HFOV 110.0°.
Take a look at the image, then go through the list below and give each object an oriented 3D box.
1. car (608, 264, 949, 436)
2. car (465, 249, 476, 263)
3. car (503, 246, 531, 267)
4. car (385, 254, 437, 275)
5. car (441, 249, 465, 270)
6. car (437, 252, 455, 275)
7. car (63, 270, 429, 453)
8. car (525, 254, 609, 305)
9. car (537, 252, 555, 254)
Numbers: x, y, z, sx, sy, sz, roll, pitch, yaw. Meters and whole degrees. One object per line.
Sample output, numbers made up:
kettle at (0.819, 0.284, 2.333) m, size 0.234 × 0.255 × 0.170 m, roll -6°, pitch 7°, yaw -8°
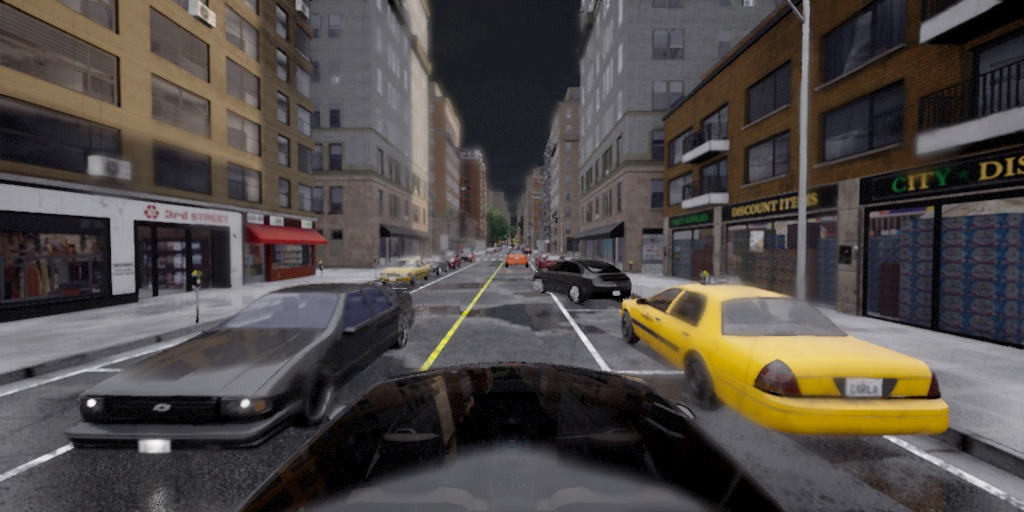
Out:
car at (3.199, 1.077, 5.786) m, size 1.801 × 1.575 × 5.366 m, roll 0°, pitch 2°, yaw 1°
car at (-5.360, -0.061, 41.563) m, size 1.967 × 1.591 × 4.097 m, roll 0°, pitch 0°, yaw 1°
car at (0.480, 0.089, 33.889) m, size 2.097 × 1.767 × 4.553 m, roll 0°, pitch 2°, yaw 1°
car at (-5.638, 0.707, 19.433) m, size 1.751 × 1.417 × 4.829 m, roll 0°, pitch 0°, yaw 1°
car at (-5.498, 0.278, 30.582) m, size 1.967 × 1.591 × 4.097 m, roll 0°, pitch 0°, yaw 1°
car at (-5.567, 0.560, 25.093) m, size 2.007 × 1.370 × 4.403 m, roll 0°, pitch 0°, yaw 1°
car at (-3.051, 1.168, 5.740) m, size 2.033 × 1.411 × 5.357 m, roll 0°, pitch 2°, yaw 1°
car at (2.469, 0.870, 13.860) m, size 1.837 × 1.490 × 4.892 m, roll 0°, pitch 2°, yaw -22°
car at (2.960, 0.560, 24.995) m, size 1.888 × 1.381 × 4.507 m, roll 0°, pitch 0°, yaw 1°
